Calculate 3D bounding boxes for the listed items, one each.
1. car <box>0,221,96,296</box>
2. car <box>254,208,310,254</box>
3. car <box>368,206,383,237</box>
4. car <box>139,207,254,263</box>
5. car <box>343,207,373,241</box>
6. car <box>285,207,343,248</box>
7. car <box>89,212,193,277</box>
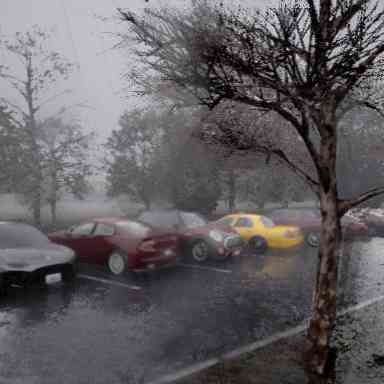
[{"bbox_3d":[-5.066,1.546,8.804,4.792,1.488,2.163,-1,-2,34],"label":"car"},{"bbox_3d":[1.897,1.604,14.191,5.366,1.575,1.946,-1,-1,33],"label":"car"},{"bbox_3d":[9.108,1.733,19.489,4.674,1.452,2.002,-1,-1,32],"label":"car"},{"bbox_3d":[-0.342,1.450,12.342,4.553,1.767,2.185,-1,-2,34],"label":"car"},{"bbox_3d":[6.769,1.703,17.674,4.674,1.452,2.002,-1,-1,33],"label":"car"},{"bbox_3d":[4.440,1.508,15.861,4.553,1.767,2.185,-1,-1,33],"label":"car"},{"bbox_3d":[-2.698,1.546,10.555,5.008,1.535,2.097,-1,-1,34],"label":"car"}]
